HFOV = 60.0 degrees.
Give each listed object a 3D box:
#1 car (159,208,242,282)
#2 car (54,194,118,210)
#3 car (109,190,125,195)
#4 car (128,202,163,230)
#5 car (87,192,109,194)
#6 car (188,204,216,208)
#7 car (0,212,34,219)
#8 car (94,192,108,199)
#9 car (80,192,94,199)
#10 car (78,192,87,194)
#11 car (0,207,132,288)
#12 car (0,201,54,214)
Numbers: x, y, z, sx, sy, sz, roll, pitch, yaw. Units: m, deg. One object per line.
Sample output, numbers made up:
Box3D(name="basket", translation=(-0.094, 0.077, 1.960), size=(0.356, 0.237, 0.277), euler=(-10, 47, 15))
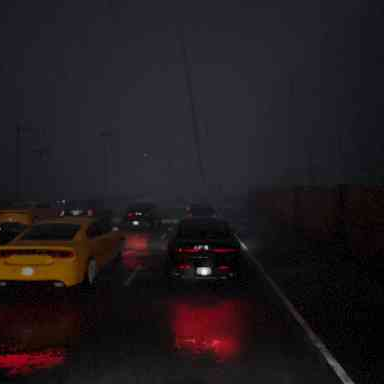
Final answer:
Box3D(name="car", translation=(0.322, 1.435, 9.552), size=(1.837, 1.490, 4.892), euler=(0, 0, 2))
Box3D(name="car", translation=(-6.389, 1.197, 20.643), size=(2.097, 1.767, 4.553), euler=(0, 0, 2))
Box3D(name="car", translation=(-18.751, 0.513, 81.423), size=(2.150, 2.045, 5.566), euler=(0, 1, 2))
Box3D(name="car", translation=(-2.904, 1.359, 19.900), size=(1.837, 1.490, 4.892), euler=(0, 0, 1))
Box3D(name="car", translation=(-19.196, 0.821, 68.472), size=(2.097, 1.767, 4.553), euler=(0, 1, 2))
Box3D(name="car", translation=(0.616, 1.416, 20.711), size=(1.994, 1.385, 4.181), euler=(0, 0, 2))
Box3D(name="car", translation=(-6.676, 1.487, 9.634), size=(1.994, 1.385, 4.181), euler=(0, 0, 1))
Box3D(name="car", translation=(-22.250, 0.836, 81.511), size=(1.994, 1.385, 4.181), euler=(0, 1, 2))
Box3D(name="car", translation=(-25.754, 0.835, 81.457), size=(1.994, 1.385, 4.181), euler=(0, 1, 2))
Box3D(name="car", translation=(-22.694, 0.817, 68.583), size=(2.097, 1.767, 4.553), euler=(0, 1, 2))
Box3D(name="car", translation=(-3.192, 1.409, 9.072), size=(1.882, 1.535, 5.008), euler=(0, 0, 2))
Box3D(name="car", translation=(-9.889, 1.319, 20.706), size=(1.882, 1.535, 5.008), euler=(0, 0, 2))
